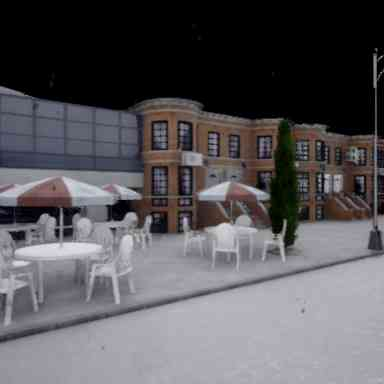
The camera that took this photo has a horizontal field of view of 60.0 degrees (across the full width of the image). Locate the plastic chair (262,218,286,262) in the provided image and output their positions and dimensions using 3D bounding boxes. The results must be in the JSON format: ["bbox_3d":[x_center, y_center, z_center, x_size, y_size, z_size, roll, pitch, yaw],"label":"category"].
[{"bbox_3d":[2.616,1.491,10.583,0.730,1.271,0.750,0,0,14],"label":"plastic chair"}]
